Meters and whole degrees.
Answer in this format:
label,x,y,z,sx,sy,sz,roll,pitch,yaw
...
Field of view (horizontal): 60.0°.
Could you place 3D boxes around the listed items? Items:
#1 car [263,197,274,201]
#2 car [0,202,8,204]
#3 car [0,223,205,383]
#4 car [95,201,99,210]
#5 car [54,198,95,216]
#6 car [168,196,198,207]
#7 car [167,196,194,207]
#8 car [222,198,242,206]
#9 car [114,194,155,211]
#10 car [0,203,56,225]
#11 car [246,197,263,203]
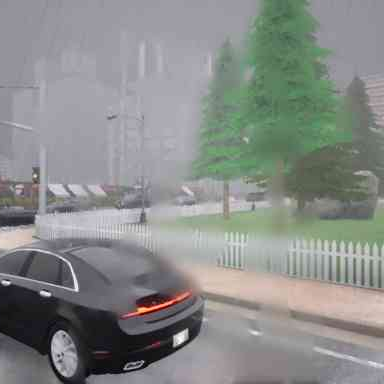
label,x,y,z,sx,sy,sz,roll,pitch,yaw
car,15.008,1.563,59.779,1.994,1.385,4.181,0,0,34
car,-17.949,1.599,29.991,1.895,1.301,4.718,0,0,36
car,-2.100,1.505,5.425,4.892,1.490,1.837,0,0,36
car,-12.814,1.476,37.524,1.882,1.535,5.008,0,0,34
car,-12.255,1.490,32.077,2.128,1.511,4.902,0,0,34
car,-1.080,1.351,48.688,2.097,1.767,4.553,0,0,34
car,-1.813,1.503,53.850,1.837,1.490,4.892,0,0,34
car,6.424,1.525,53.255,1.812,1.442,4.674,0,0,34
car,-6.783,1.220,40.225,2.150,2.045,5.566,0,0,34
car,-11.307,1.600,20.601,1.895,1.301,4.718,0,0,34
car,11.911,1.220,61.444,2.150,2.045,5.566,0,0,34
